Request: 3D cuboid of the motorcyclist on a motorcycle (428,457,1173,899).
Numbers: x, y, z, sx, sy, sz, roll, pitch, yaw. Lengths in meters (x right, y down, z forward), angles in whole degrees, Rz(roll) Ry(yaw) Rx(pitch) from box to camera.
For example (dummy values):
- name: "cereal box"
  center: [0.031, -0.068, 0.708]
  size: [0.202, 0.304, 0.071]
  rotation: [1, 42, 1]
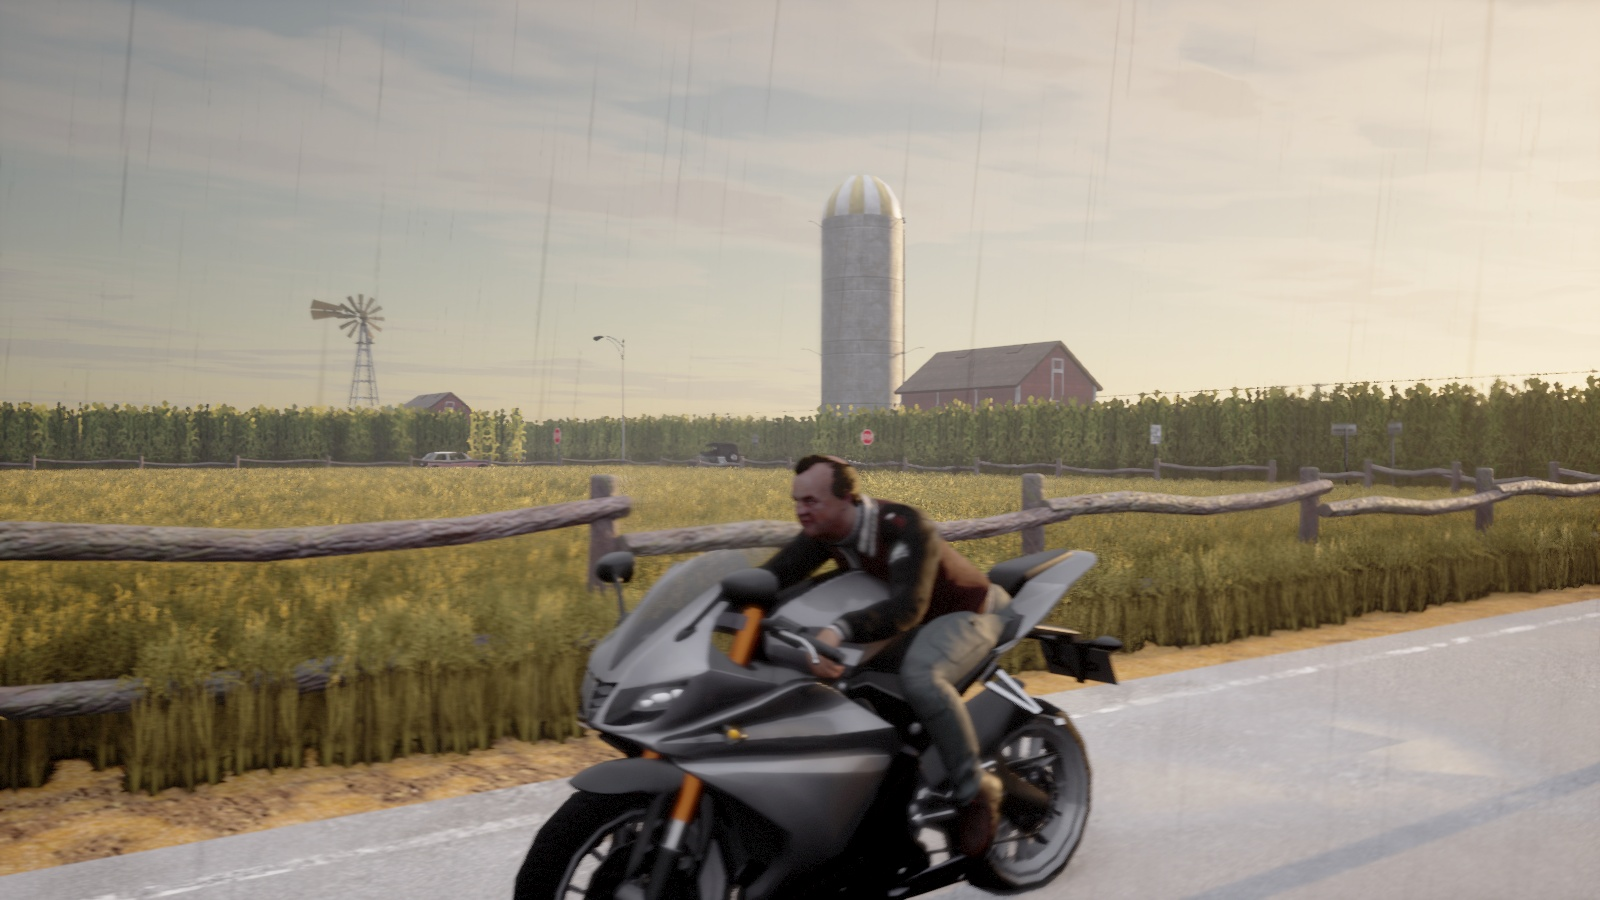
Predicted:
- name: "motorcyclist on a motorcycle"
  center: [0.099, 0.791, 3.825]
  size: [2.191, 1.530, 0.866]
  rotation: [0, 0, -38]

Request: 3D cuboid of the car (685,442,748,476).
- name: "car"
  center: [-4.828, 0.530, 72.226]
  size: [1.905, 1.878, 3.866]
  rotation: [0, -1, -34]

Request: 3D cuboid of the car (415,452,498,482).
- name: "car"
  center: [-18.068, 0.870, 66.103]
  size: [3.806, 1.475, 1.970]
  rotation: [-1, 0, -34]
